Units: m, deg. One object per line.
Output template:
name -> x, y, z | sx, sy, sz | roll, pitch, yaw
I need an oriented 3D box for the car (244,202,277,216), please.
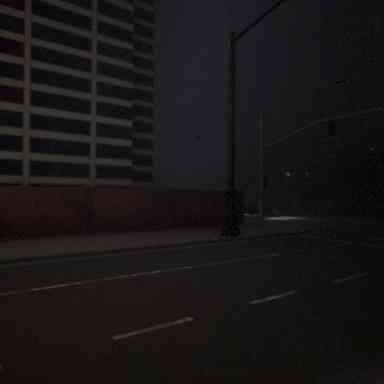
car -> 6.946, 1.826, 35.891 | 1.837, 1.490, 4.892 | 1, 0, -36
